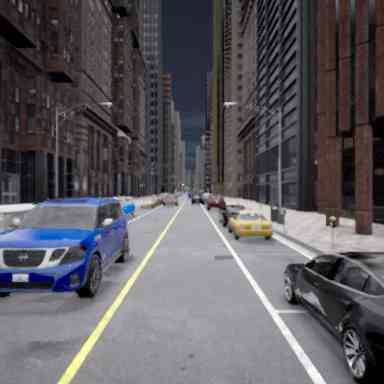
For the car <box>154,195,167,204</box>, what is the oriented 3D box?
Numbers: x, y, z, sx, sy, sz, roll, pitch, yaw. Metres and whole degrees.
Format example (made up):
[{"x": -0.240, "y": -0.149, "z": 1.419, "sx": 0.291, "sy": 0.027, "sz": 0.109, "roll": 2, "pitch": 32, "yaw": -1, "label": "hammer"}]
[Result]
[{"x": -5.778, "y": 1.363, "z": 61.327, "sx": 1.887, "sy": 1.381, "sz": 4.507, "roll": 0, "pitch": 0, "yaw": 0, "label": "car"}]

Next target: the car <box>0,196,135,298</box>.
[{"x": -3.102, "y": 1.192, "z": 8.779, "sx": 2.150, "sy": 2.045, "sz": 5.566, "roll": 0, "pitch": 0, "yaw": 0, "label": "car"}]

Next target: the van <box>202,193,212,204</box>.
[{"x": 2.748, "y": 1.160, "z": 61.340, "sx": 1.690, "sy": 1.788, "sz": 3.998, "roll": 0, "pitch": 0, "yaw": 0, "label": "van"}]

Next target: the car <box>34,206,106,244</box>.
[{"x": -5.766, "y": 1.490, "z": 16.381, "sx": 1.887, "sy": 1.381, "sz": 4.507, "roll": 0, "pitch": 0, "yaw": 0, "label": "car"}]

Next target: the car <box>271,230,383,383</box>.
[{"x": 2.761, "y": 1.549, "z": 5.153, "sx": 1.947, "sy": 1.339, "sz": 4.313, "roll": 0, "pitch": 0, "yaw": 0, "label": "car"}]

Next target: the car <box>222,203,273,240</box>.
[{"x": 2.759, "y": 1.471, "z": 16.561, "sx": 1.752, "sy": 1.417, "sz": 4.829, "roll": 0, "pitch": 0, "yaw": 0, "label": "car"}]

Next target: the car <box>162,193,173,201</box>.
[{"x": -5.781, "y": 1.091, "z": 78.182, "sx": 2.192, "sy": 1.841, "sz": 5.009, "roll": 0, "pitch": 0, "yaw": 0, "label": "car"}]

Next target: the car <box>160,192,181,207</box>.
[{"x": -3.094, "y": 1.201, "z": 48.923, "sx": 2.097, "sy": 1.767, "sz": 4.553, "roll": 0, "pitch": 0, "yaw": 0, "label": "car"}]

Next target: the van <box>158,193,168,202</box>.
[{"x": -5.779, "y": 1.145, "z": 66.946, "sx": 1.690, "sy": 1.788, "sz": 3.998, "roll": 0, "pitch": 0, "yaw": 0, "label": "van"}]

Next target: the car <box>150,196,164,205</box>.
[{"x": -5.776, "y": 1.377, "z": 55.709, "sx": 1.887, "sy": 1.381, "sz": 4.507, "roll": 0, "pitch": 0, "yaw": 0, "label": "car"}]

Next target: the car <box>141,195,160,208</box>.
[{"x": -5.773, "y": 1.387, "z": 44.302, "sx": 1.752, "sy": 1.417, "sz": 4.829, "roll": 0, "pitch": 0, "yaw": 0, "label": "car"}]

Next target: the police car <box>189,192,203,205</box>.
[{"x": 0.887, "y": 1.262, "z": 54.199, "sx": 1.930, "sy": 1.638, "sz": 5.238, "roll": 0, "pitch": 0, "yaw": 0, "label": "police car"}]

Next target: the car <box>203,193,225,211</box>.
[{"x": 2.753, "y": 1.193, "z": 38.866, "sx": 2.192, "sy": 1.841, "sz": 5.009, "roll": 0, "pitch": 0, "yaw": 0, "label": "car"}]

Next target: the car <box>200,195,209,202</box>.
[{"x": 2.745, "y": 1.316, "z": 72.748, "sx": 1.752, "sy": 1.417, "sz": 4.829, "roll": 0, "pitch": 0, "yaw": 0, "label": "car"}]

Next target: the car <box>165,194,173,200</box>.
[{"x": -5.783, "y": 1.288, "z": 83.631, "sx": 1.752, "sy": 1.417, "sz": 4.829, "roll": 0, "pitch": 0, "yaw": 0, "label": "car"}]

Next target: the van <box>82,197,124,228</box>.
[{"x": -5.767, "y": 1.269, "z": 21.998, "sx": 1.690, "sy": 1.788, "sz": 3.998, "roll": 0, "pitch": 0, "yaw": 0, "label": "van"}]

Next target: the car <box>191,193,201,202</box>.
[{"x": 0.882, "y": 1.148, "z": 70.058, "sx": 2.097, "sy": 1.767, "sz": 4.553, "roll": 0, "pitch": 0, "yaw": 0, "label": "car"}]

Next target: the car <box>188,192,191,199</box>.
[{"x": 0.884, "y": 1.036, "z": 64.118, "sx": 2.150, "sy": 2.045, "sz": 5.566, "roll": 0, "pitch": 0, "yaw": 0, "label": "car"}]

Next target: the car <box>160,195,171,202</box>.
[{"x": -5.780, "y": 1.341, "z": 72.564, "sx": 2.008, "sy": 1.369, "sz": 4.403, "roll": 0, "pitch": 0, "yaw": 0, "label": "car"}]

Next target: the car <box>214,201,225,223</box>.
[{"x": 2.757, "y": 1.494, "z": 22.010, "sx": 1.947, "sy": 1.339, "sz": 4.313, "roll": 0, "pitch": 0, "yaw": 0, "label": "car"}]

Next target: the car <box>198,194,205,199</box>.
[{"x": 2.739, "y": 1.262, "z": 95.223, "sx": 1.752, "sy": 1.417, "sz": 4.829, "roll": 0, "pitch": 0, "yaw": 0, "label": "car"}]

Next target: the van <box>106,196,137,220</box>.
[{"x": -5.769, "y": 1.251, "z": 27.617, "sx": 1.690, "sy": 1.788, "sz": 3.998, "roll": 0, "pitch": 0, "yaw": 0, "label": "van"}]

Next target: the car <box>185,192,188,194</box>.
[{"x": -0.021, "y": 0.908, "z": 88.237, "sx": 2.150, "sy": 2.045, "sz": 5.566, "roll": 0, "pitch": 0, "yaw": 0, "label": "car"}]

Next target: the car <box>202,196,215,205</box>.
[{"x": 2.749, "y": 1.383, "z": 55.722, "sx": 2.008, "sy": 1.369, "sz": 4.403, "roll": 0, "pitch": 0, "yaw": 0, "label": "car"}]
